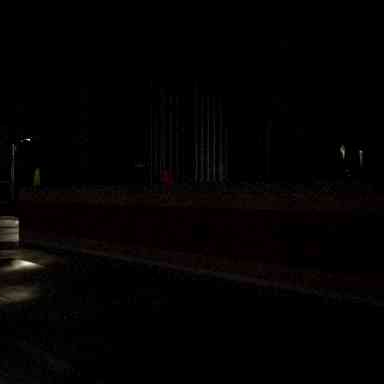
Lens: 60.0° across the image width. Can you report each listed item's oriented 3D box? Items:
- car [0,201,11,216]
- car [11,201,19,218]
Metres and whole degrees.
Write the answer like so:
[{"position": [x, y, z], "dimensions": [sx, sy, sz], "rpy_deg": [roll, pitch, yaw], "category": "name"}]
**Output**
[{"position": [-16.423, 1.547, 29.102], "dimensions": [2.128, 1.511, 4.902], "rpy_deg": [0, 0, 37], "category": "car"}, {"position": [-12.265, 1.603, 28.823], "dimensions": [2.033, 1.411, 5.357], "rpy_deg": [0, 0, 37], "category": "car"}]
